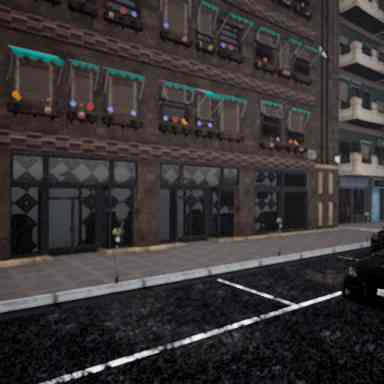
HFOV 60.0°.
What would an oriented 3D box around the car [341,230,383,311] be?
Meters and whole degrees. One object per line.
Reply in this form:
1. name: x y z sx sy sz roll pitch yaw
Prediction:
1. car: 4.984 1.589 6.922 4.181 1.385 1.994 0 0 -35
